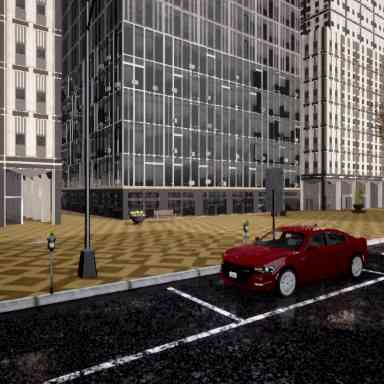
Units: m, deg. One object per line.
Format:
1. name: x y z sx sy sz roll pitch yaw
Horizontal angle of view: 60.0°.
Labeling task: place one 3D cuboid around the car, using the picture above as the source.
1. car: 2.716 1.545 8.505 4.507 1.381 1.887 0 0 -36
